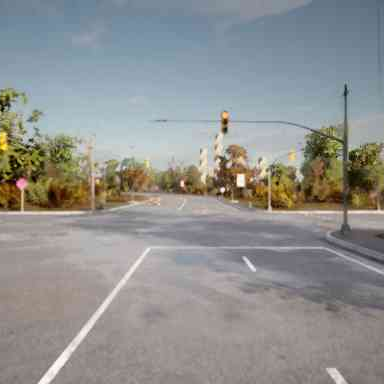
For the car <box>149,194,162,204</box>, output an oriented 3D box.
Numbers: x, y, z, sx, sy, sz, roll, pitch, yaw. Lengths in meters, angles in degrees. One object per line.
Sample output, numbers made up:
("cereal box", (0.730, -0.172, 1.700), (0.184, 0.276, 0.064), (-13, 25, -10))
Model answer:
("car", (-6.751, 1.235, 61.708), (2.097, 1.767, 4.553), (0, 1, 0))
